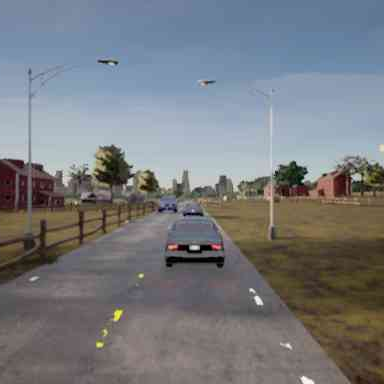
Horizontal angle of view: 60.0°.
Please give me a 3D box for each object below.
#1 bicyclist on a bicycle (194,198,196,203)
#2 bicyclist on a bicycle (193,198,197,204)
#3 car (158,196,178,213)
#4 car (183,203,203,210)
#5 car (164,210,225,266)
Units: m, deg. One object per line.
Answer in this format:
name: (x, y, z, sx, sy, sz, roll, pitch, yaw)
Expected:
bicyclist on a bicycle: (0.758, 2.192, 76.220, 0.582, 1.620, 1.656, 0, -1, 0)
bicyclist on a bicycle: (0.753, 2.343, 85.218, 0.866, 1.612, 1.509, 0, -1, 0)
car: (-2.844, 1.467, 40.251, 2.150, 2.045, 5.566, 0, -1, 0)
car: (0.094, 1.732, 32.771, 1.994, 1.385, 4.181, 0, -1, 0)
car: (0.082, 1.574, 11.550, 2.033, 1.411, 5.357, 0, 0, 0)
